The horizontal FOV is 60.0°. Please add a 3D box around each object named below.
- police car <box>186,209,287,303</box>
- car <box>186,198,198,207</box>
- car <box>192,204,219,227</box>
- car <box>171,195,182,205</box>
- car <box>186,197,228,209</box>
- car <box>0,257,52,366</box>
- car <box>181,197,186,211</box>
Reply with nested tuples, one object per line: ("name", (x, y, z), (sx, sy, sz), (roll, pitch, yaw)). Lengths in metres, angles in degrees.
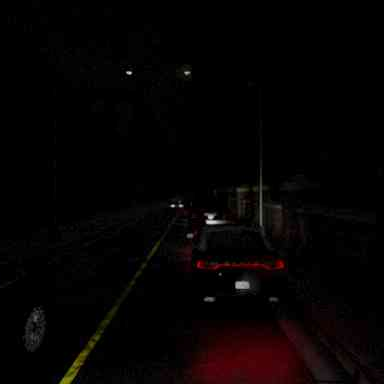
("police car", (0.896, 1.463, 8.497), (1.930, 1.638, 5.238), (0, 0, 0))
("car", (-0.034, 1.852, 58.390), (1.994, 1.385, 4.181), (0, 0, 0))
("car", (0.886, 1.635, 24.386), (1.812, 1.442, 4.674), (0, 0, 0))
("car", (-3.038, 1.560, 67.461), (2.150, 2.045, 5.566), (0, 0, 0))
("car", (0.890, 1.307, 18.417), (2.150, 2.045, 5.566), (0, 0, 0))
("car", (-3.102, 1.506, 3.285), (2.128, 1.511, 4.902), (0, 0, 0))
("car", (-0.009, 1.567, 45.136), (2.097, 1.767, 4.553), (0, 0, 0))
